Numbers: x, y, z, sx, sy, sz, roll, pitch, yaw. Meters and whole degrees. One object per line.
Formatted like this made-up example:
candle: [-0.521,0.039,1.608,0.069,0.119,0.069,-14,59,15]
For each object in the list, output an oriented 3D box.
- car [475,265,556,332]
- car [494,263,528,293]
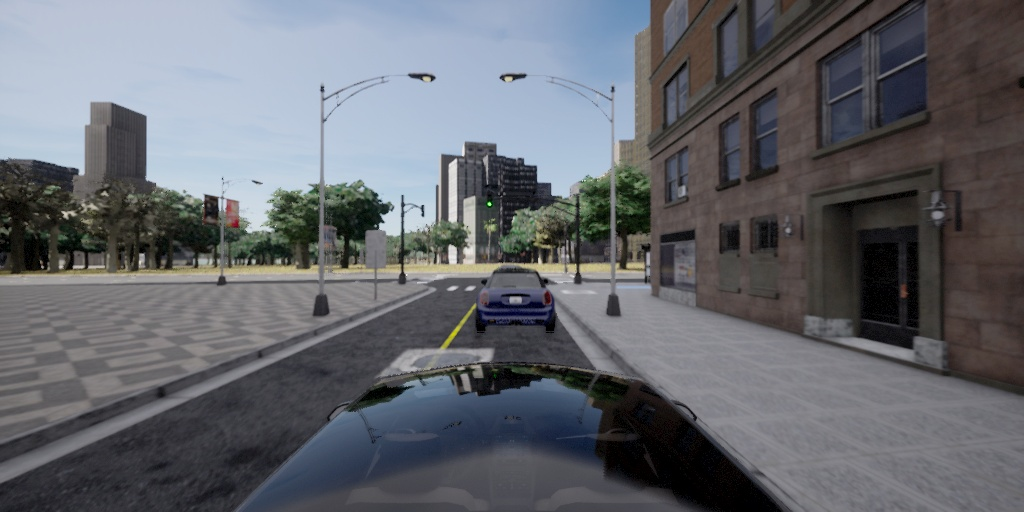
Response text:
car: [0.091,1.134,11.117,2.097,1.767,4.553,0,0,0]
car: [-0.192,1.289,22.757,1.882,1.535,5.008,0,0,-4]
